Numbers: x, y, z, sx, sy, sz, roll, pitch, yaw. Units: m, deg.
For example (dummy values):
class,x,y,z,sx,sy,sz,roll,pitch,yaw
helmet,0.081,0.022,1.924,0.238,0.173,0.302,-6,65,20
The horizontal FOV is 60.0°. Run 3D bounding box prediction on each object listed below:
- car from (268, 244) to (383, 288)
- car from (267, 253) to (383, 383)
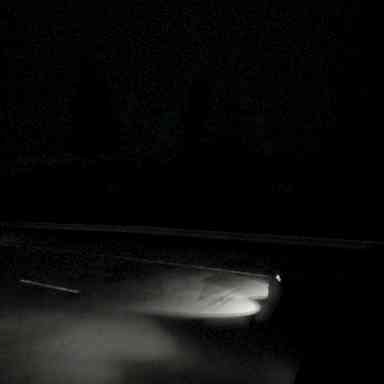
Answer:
class,x,y,z,sx,sy,sz,roll,pitch,yaw
car,3.417,1.543,5.490,4.181,1.385,1.994,0,0,35
car,2.970,1.474,1.585,4.902,1.511,2.128,0,0,36
